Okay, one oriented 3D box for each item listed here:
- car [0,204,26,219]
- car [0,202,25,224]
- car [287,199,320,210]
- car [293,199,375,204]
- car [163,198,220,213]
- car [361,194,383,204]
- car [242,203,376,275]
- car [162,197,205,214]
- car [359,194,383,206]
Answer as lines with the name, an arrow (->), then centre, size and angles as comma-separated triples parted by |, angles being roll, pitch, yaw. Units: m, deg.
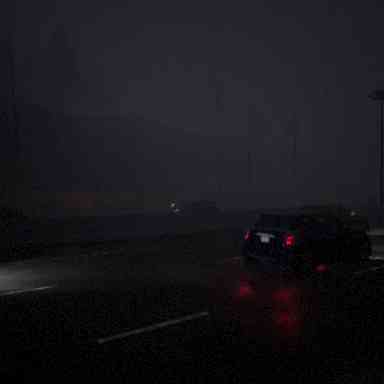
car -> -13.048, 1.499, 20.480 | 5.008, 1.535, 1.882 | 0, 0, -36
car -> -14.746, 1.503, 23.568 | 5.008, 1.535, 1.882 | 0, 0, -36
car -> 15.000, 1.660, 44.805 | 4.674, 1.442, 1.812 | 0, 0, -35
car -> 7.378, 1.408, 17.627 | 4.553, 1.767, 2.097 | 0, 0, -36
car -> -0.013, 1.411, 25.497 | 4.553, 1.767, 2.097 | 0, 0, -36
car -> 28.334, 1.395, 49.985 | 5.566, 2.045, 2.150 | 0, 0, -35
car -> 3.823, 1.385, 10.782 | 4.553, 1.767, 2.097 | 0, 0, -36
car -> -0.949, 1.437, 37.731 | 4.553, 1.767, 2.097 | 0, 0, -36
car -> 33.794, 1.439, 62.364 | 5.566, 2.045, 2.150 | 0, 0, -35
